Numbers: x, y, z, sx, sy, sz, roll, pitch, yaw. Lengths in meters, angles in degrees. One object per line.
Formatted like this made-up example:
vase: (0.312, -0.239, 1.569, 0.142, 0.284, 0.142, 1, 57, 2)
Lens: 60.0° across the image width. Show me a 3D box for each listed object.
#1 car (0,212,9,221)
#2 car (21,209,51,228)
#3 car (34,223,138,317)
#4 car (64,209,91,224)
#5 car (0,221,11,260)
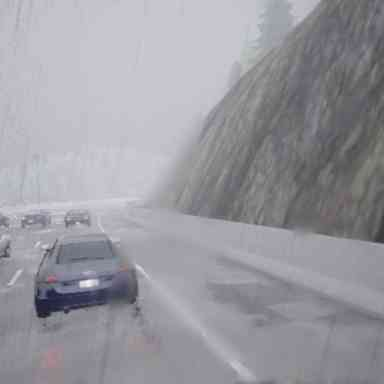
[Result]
car: (-16.629, 2.273, 27.485, 1.882, 1.535, 5.008, -3, 0, -16)
car: (-13.215, 2.163, 28.239, 1.812, 1.442, 4.674, -3, 0, -16)
car: (-2.594, 1.691, 8.022, 1.994, 1.385, 4.181, -3, 0, -20)
car: (-9.199, 2.050, 26.967, 1.895, 1.301, 4.718, -3, 0, -17)
car: (-7.587, 1.963, 11.465, 1.895, 1.301, 4.718, -3, 0, -20)
